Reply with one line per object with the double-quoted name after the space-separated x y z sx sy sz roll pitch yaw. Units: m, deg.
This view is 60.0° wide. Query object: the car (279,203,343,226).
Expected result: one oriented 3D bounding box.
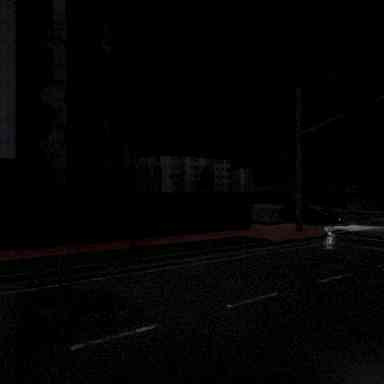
8.329 1.526 23.676 1.812 1.442 4.674 0 0 -35 "car"
